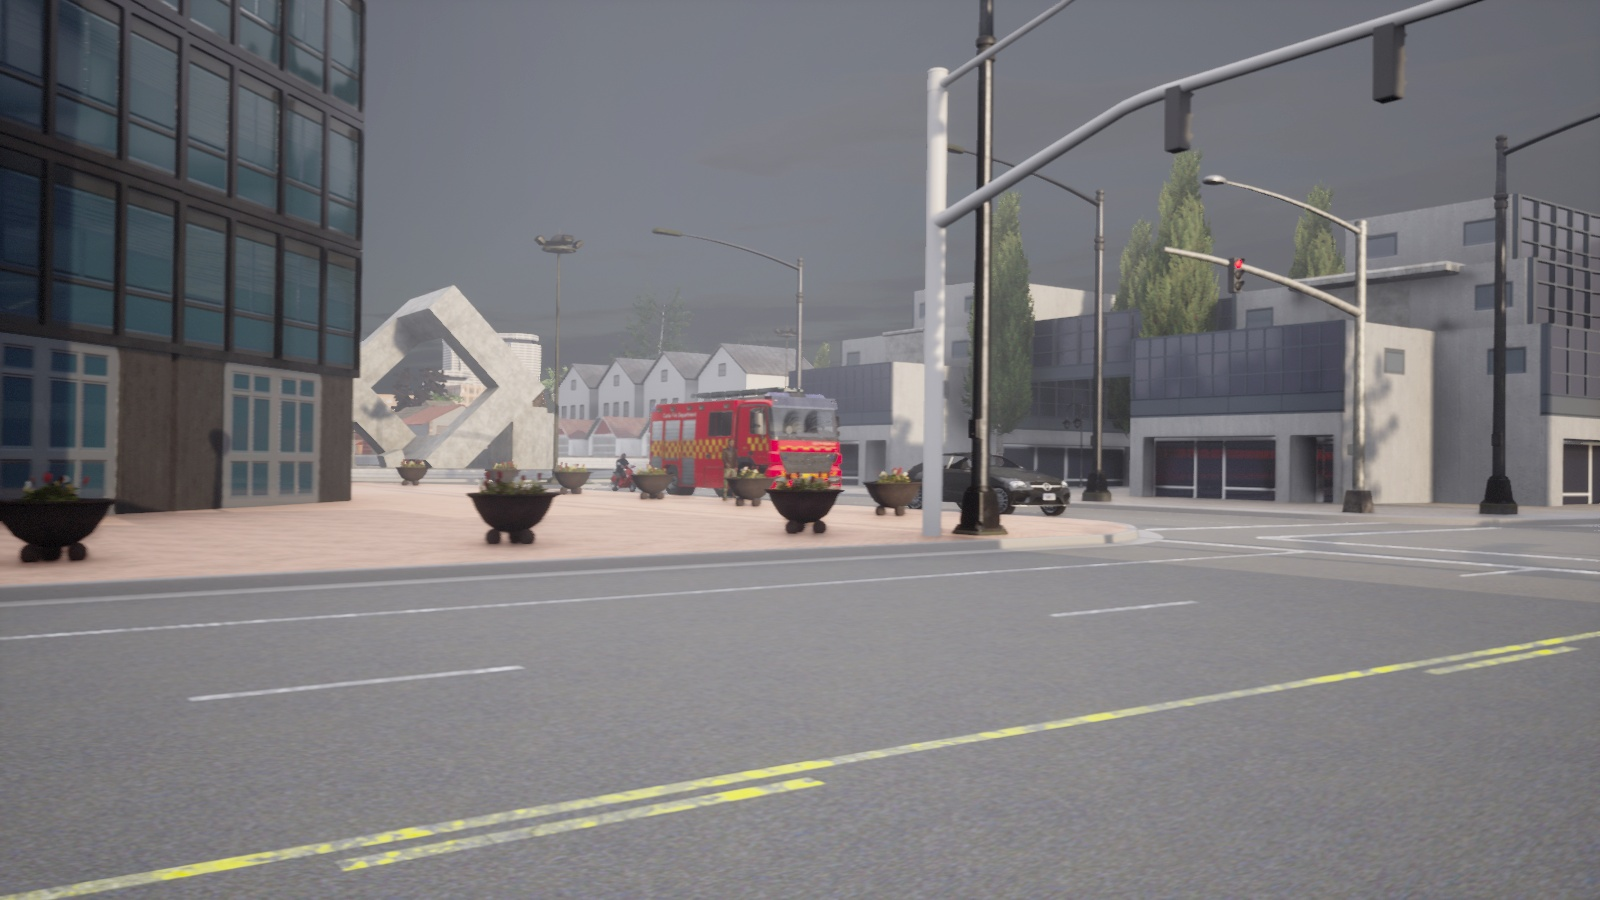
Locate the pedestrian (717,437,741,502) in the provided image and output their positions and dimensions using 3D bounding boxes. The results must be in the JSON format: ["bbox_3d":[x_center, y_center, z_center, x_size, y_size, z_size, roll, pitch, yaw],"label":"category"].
[{"bbox_3d":[-2.023,0.551,35.768,0.431,1.840,0.703,1,-1,-28],"label":"pedestrian"}]

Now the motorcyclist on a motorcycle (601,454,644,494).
[{"bbox_3d":[-7.175,0.950,50.662,0.866,1.590,1.817,1,-1,-40],"label":"motorcyclist on a motorcycle"}]

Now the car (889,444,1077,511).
[{"bbox_3d":[4.793,0.708,33.630,2.152,1.651,5.027,1,-1,-34],"label":"car"}]

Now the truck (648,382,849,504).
[{"bbox_3d":[-1.996,-0.194,43.574,2.891,3.827,8.468,1,-1,-34],"label":"truck"}]
